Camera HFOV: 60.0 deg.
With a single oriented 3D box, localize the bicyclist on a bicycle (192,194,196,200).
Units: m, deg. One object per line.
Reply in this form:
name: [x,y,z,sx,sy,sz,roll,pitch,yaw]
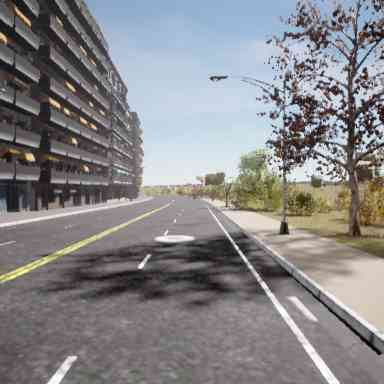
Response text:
bicyclist on a bicycle: [0.863,1.502,90.601,0.582,1.620,1.656,-1,0,-3]
